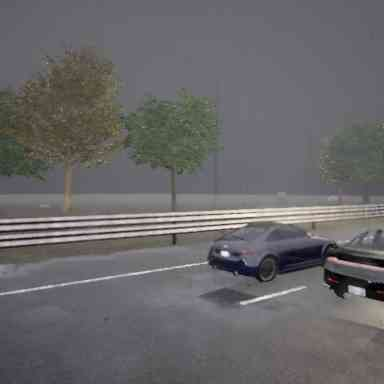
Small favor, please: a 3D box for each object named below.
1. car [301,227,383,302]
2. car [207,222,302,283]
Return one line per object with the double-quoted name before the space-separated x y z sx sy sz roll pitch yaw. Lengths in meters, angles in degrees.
"car" 4.846 1.512 7.201 4.902 1.511 2.128 0 0 -35
"car" 2.489 1.584 9.817 4.181 1.385 1.994 0 0 -35
